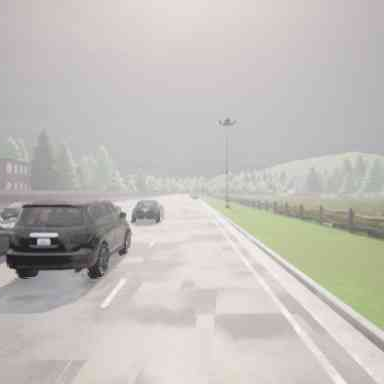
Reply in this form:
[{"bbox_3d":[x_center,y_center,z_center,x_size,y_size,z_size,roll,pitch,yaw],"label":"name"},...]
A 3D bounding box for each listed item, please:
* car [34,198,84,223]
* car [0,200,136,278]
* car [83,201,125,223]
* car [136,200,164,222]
[{"bbox_3d":[-10.402,1.390,26.430,2.097,1.767,4.553,0,0,0],"label":"car"},{"bbox_3d":[-3.404,1.237,10.328,2.150,2.045,5.566,0,0,0],"label":"car"},{"bbox_3d":[-6.901,1.530,26.675,2.128,1.511,4.902,0,0,0],"label":"car"},{"bbox_3d":[-3.402,1.390,26.421,2.097,1.767,4.553,0,0,0],"label":"car"}]
